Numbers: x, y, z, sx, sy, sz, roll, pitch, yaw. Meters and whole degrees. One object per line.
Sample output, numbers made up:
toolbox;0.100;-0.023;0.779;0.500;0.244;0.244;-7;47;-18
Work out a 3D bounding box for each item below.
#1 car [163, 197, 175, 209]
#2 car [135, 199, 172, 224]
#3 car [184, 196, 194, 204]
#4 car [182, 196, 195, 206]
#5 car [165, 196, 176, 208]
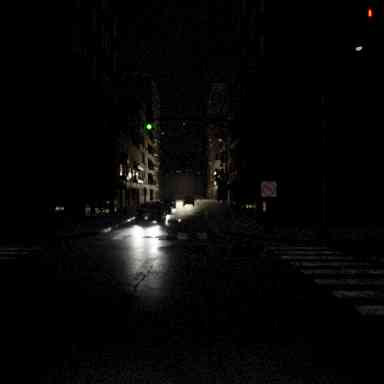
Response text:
car;-3.180;1.586;35.241;1.994;1.385;4.181;0;0;-1
car;-3.031;1.508;25.235;2.128;1.511;4.902;0;0;3
car;-0.623;1.546;64.322;1.837;1.490;4.892;0;0;-1
car;-0.522;1.538;53.904;1.837;1.490;4.892;0;0;-1
car;-3.283;1.380;46.064;2.097;1.767;4.553;0;0;0
